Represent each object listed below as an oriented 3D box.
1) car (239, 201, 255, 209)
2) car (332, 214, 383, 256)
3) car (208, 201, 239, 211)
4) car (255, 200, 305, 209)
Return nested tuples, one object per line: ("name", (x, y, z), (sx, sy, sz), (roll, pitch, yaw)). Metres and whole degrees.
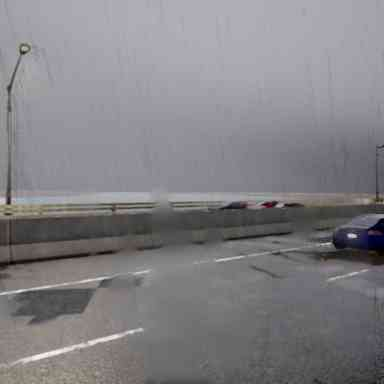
("car", (6.972, 1.499, 30.319), (5.008, 1.535, 1.882), (0, 0, -35))
("car", (7.507, 1.577, 13.345), (4.181, 1.385, 1.994), (0, 0, -35))
("car", (4.028, 1.568, 32.535), (5.357, 1.411, 2.033), (0, 0, -35))
("car", (7.495, 1.546, 26.412), (4.674, 1.442, 1.812), (0, 0, -35))
